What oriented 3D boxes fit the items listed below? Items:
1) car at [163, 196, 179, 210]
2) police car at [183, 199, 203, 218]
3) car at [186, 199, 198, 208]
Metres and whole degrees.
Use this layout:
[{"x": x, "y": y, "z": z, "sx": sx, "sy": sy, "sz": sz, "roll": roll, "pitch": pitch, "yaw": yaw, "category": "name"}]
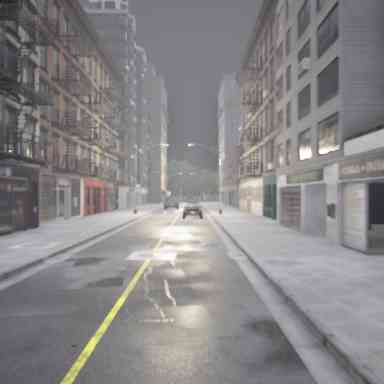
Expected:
[{"x": -3.074, "y": 1.662, "z": 50.268, "sx": 2.150, "sy": 2.045, "sz": 5.566, "roll": 0, "pitch": -1, "yaw": 0, "category": "car"}, {"x": 0.077, "y": 1.794, "z": 33.859, "sx": 2.038, "sy": 1.542, "sz": 4.974, "roll": 0, "pitch": -1, "yaw": 0, "category": "police car"}, {"x": -0.005, "y": 1.999, "z": 57.654, "sx": 2.128, "sy": 1.511, "sz": 4.902, "roll": 0, "pitch": -1, "yaw": 0, "category": "car"}]
